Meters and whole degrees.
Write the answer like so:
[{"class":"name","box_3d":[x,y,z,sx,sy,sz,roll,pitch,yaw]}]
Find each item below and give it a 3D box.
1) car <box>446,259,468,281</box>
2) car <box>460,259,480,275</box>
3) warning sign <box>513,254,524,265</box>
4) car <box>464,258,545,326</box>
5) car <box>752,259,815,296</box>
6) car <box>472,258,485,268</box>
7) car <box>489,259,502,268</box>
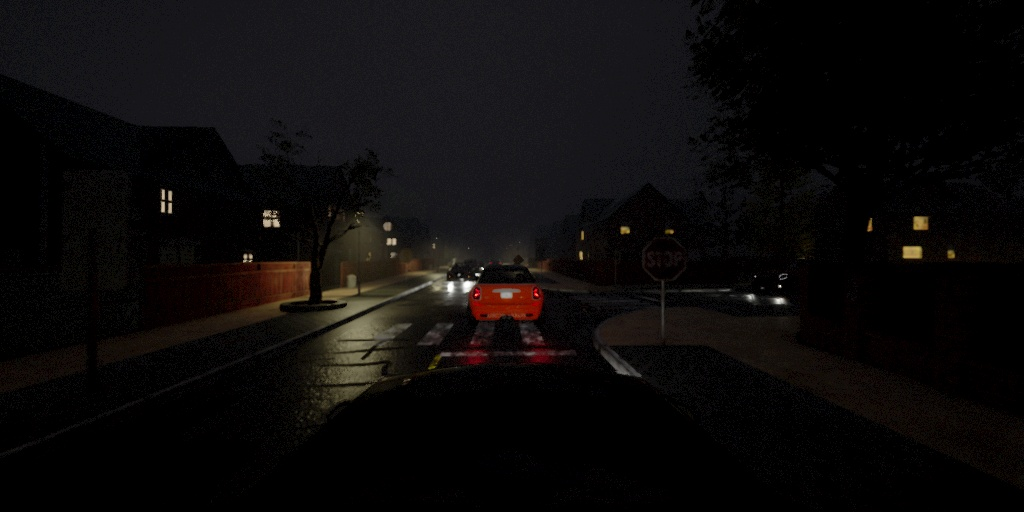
[{"class":"car","box_3d":[-3.979,1.202,28.434,1.994,1.385,4.181,0,0,-2]},{"class":"car","box_3d":[-4.606,1.126,39.913,1.837,1.490,4.892,0,1,-3]},{"class":"warning sign","box_3d":[0.749,0.744,40.249,1.300,1.860,1.060,0,0,-3]},{"class":"car","box_3d":[-0.216,1.050,11.573,2.097,1.767,4.553,0,0,-2]},{"class":"car","box_3d":[14.122,0.929,17.195,4.553,1.767,2.097,0,-1,-4]},{"class":"car","box_3d":[-5.627,1.127,60.069,1.882,1.535,5.008,0,0,-3]},{"class":"car","box_3d":[-2.650,1.209,57.295,1.994,1.385,4.181,0,0,-2]}]
